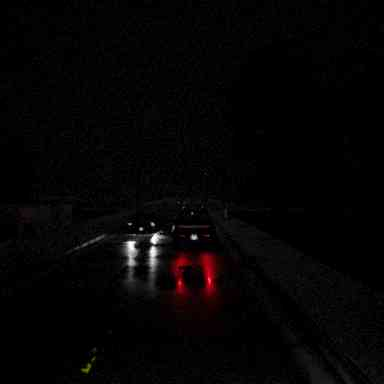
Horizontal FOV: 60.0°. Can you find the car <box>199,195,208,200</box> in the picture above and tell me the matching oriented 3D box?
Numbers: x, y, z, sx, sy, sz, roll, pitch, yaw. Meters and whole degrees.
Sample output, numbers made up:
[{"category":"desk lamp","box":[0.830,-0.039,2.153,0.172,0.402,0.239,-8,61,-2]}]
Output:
[{"category":"car","box":[3.420,1.826,93.761,2.097,1.767,4.553,0,0,0]}]

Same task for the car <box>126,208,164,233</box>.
[{"category":"car","box":[-2.847,1.717,21.279,2.033,1.411,5.357,0,0,0]}]

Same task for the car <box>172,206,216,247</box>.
[{"category":"car","box":[0.093,1.618,15.627,2.128,1.511,4.902,0,0,0]}]

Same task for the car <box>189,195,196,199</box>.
[{"category":"car","box":[0.170,2.024,93.780,1.994,1.385,4.181,0,0,0]}]

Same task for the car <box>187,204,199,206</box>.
[{"category":"car","box":[0.092,1.798,30.061,1.994,1.385,4.181,0,0,0]}]
